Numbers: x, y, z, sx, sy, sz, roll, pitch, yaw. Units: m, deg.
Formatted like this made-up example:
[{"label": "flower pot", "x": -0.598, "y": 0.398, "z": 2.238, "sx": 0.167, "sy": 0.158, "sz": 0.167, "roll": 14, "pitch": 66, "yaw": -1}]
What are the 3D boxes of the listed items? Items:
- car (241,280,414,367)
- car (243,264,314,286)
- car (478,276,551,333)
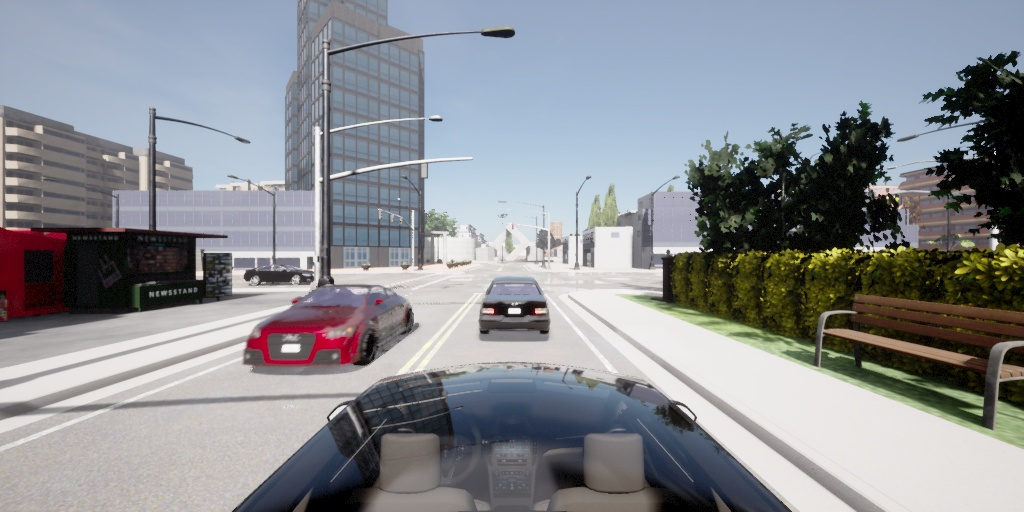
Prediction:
[{"label": "car", "x": -3.586, "y": 1.314, "z": 7.814, "sx": 1.994, "sy": 1.385, "sz": 4.181, "roll": 0, "pitch": 0, "yaw": 0}, {"label": "car", "x": -16.694, "y": 1.349, "z": 26.080, "sx": 4.902, "sy": 1.511, "sz": 2.128, "roll": -1, "pitch": 0, "yaw": 0}, {"label": "car", "x": 0.067, "y": 1.297, "z": 10.673, "sx": 2.033, "sy": 1.411, "sz": 5.357, "roll": 0, "pitch": 0, "yaw": 0}]
